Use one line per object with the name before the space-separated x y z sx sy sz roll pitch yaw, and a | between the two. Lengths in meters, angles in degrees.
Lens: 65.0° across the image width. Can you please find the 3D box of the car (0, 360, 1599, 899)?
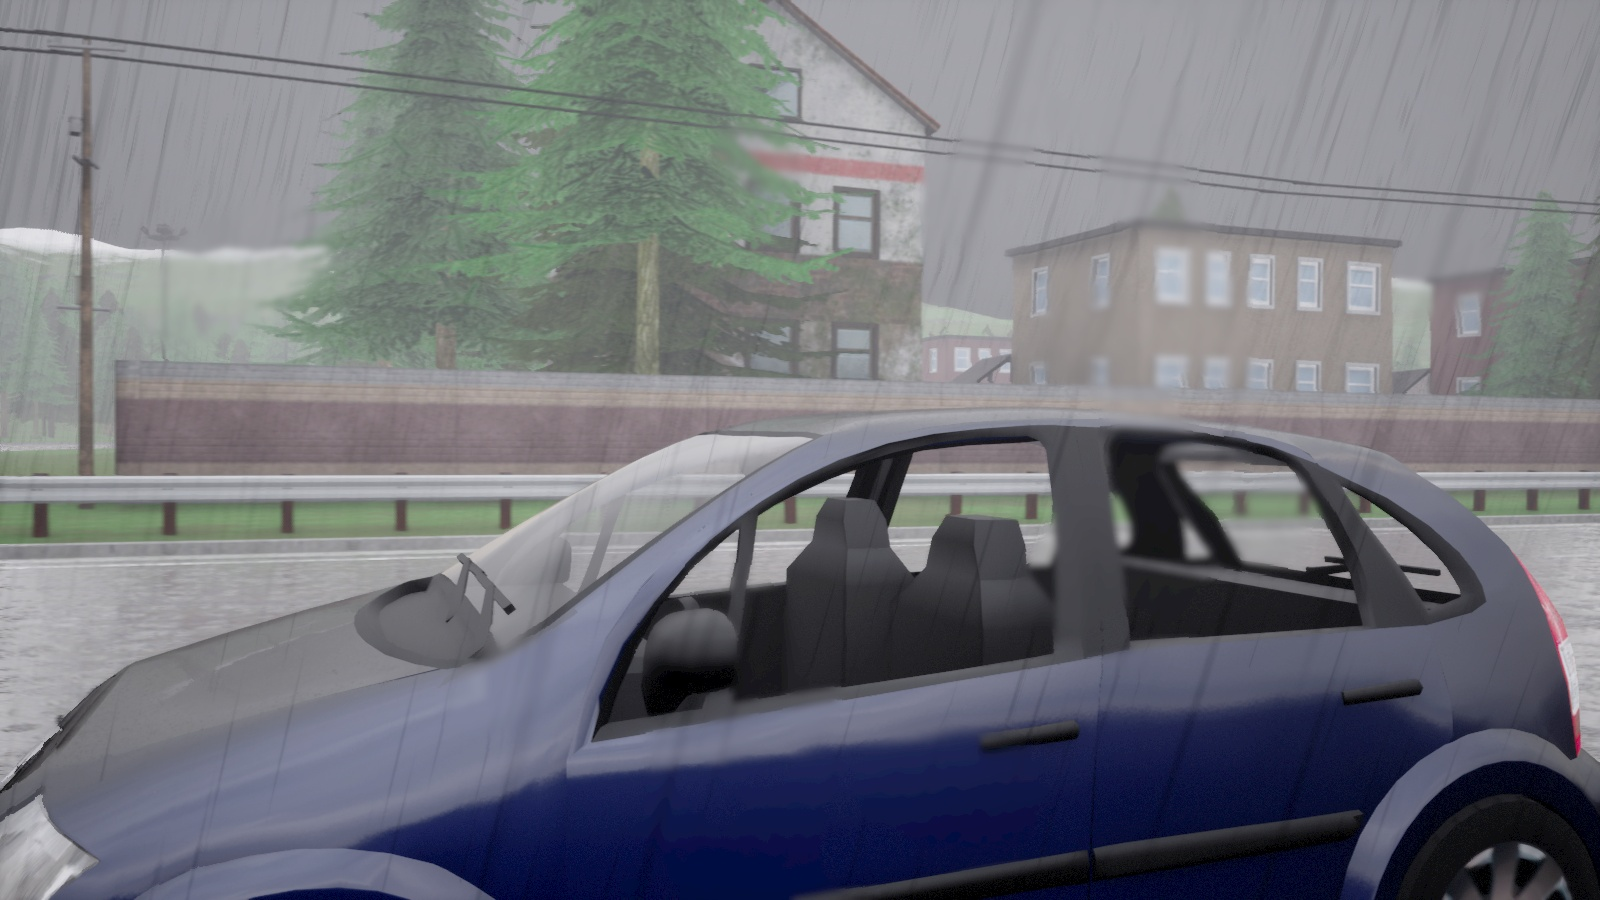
car | 0.089 0.642 3.272 3.988 1.617 1.851 -1 1 -21
